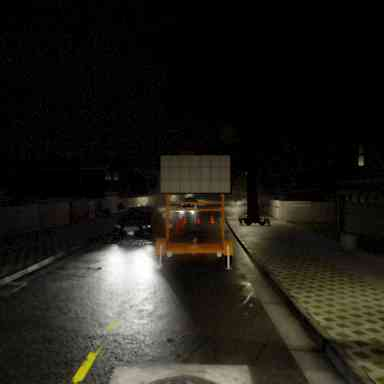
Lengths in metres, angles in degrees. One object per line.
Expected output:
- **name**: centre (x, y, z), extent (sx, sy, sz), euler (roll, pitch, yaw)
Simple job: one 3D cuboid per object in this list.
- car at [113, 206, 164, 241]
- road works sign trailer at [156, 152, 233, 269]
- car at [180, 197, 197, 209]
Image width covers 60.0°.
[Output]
- **car**: centre (-2.510, 1.489, 16.599), extent (2.128, 1.511, 4.902), euler (0, 0, 2)
- **road works sign trailer**: centre (0.116, 0.464, 11.121), extent (2.380, 3.560, 2.880), euler (0, 0, 2)
- **car**: centre (-0.391, 1.488, 43.330), extent (1.837, 1.490, 4.892), euler (0, 0, 6)
